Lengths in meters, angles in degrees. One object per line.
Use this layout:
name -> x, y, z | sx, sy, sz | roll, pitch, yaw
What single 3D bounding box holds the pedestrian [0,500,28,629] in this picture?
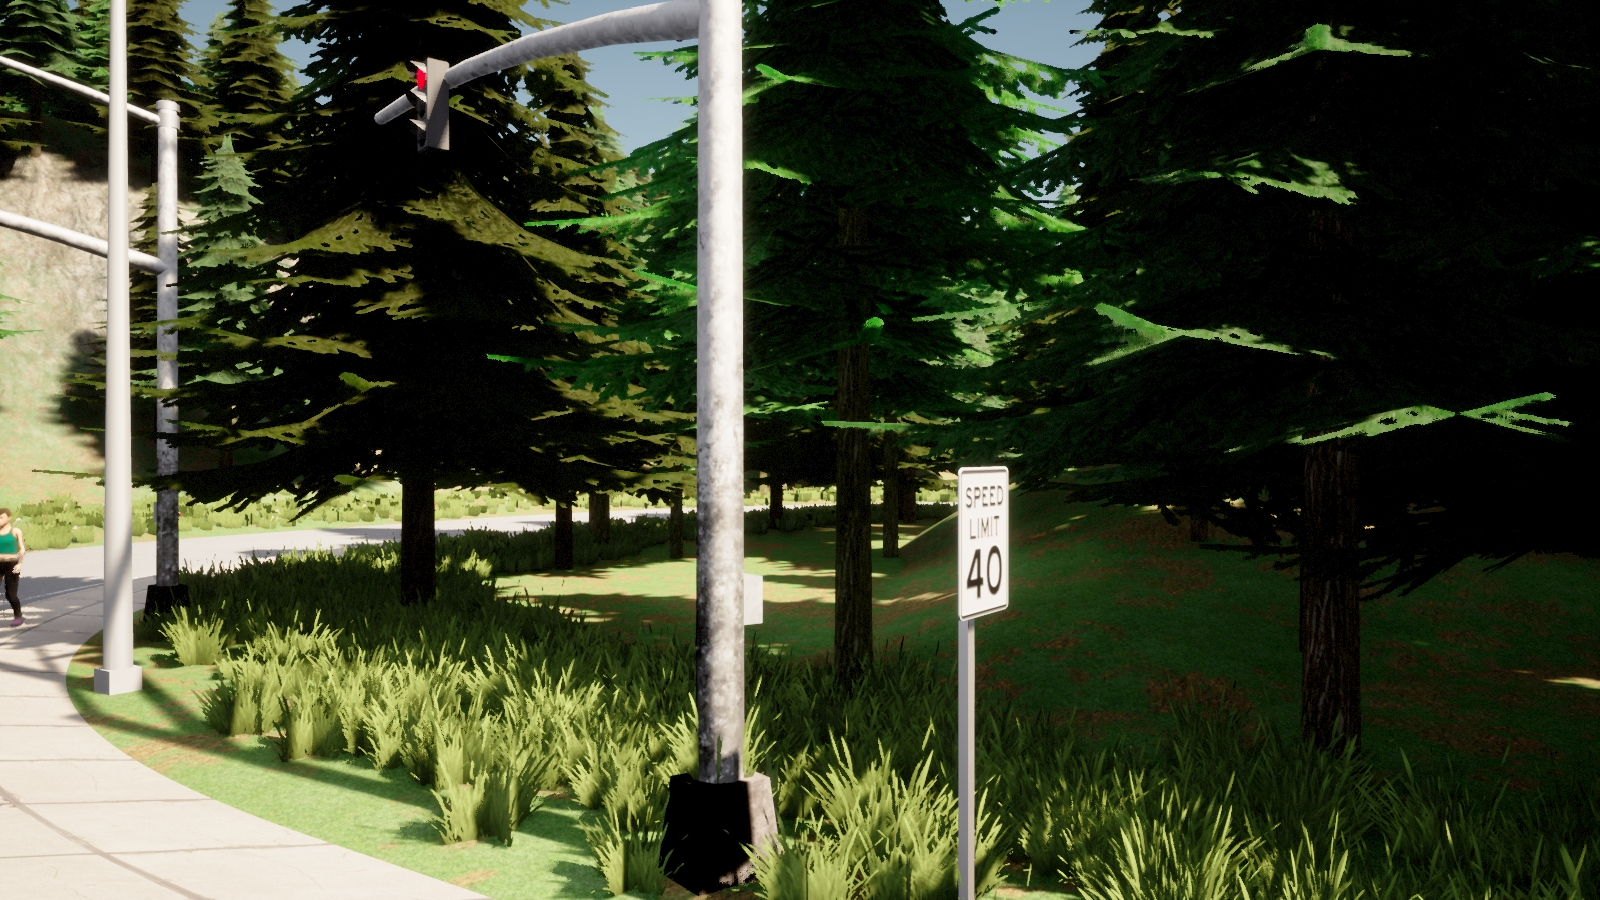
pedestrian -> -11.644, 1.668, 16.795 | 0.375, 1.860, 0.375 | 0, 0, -8
